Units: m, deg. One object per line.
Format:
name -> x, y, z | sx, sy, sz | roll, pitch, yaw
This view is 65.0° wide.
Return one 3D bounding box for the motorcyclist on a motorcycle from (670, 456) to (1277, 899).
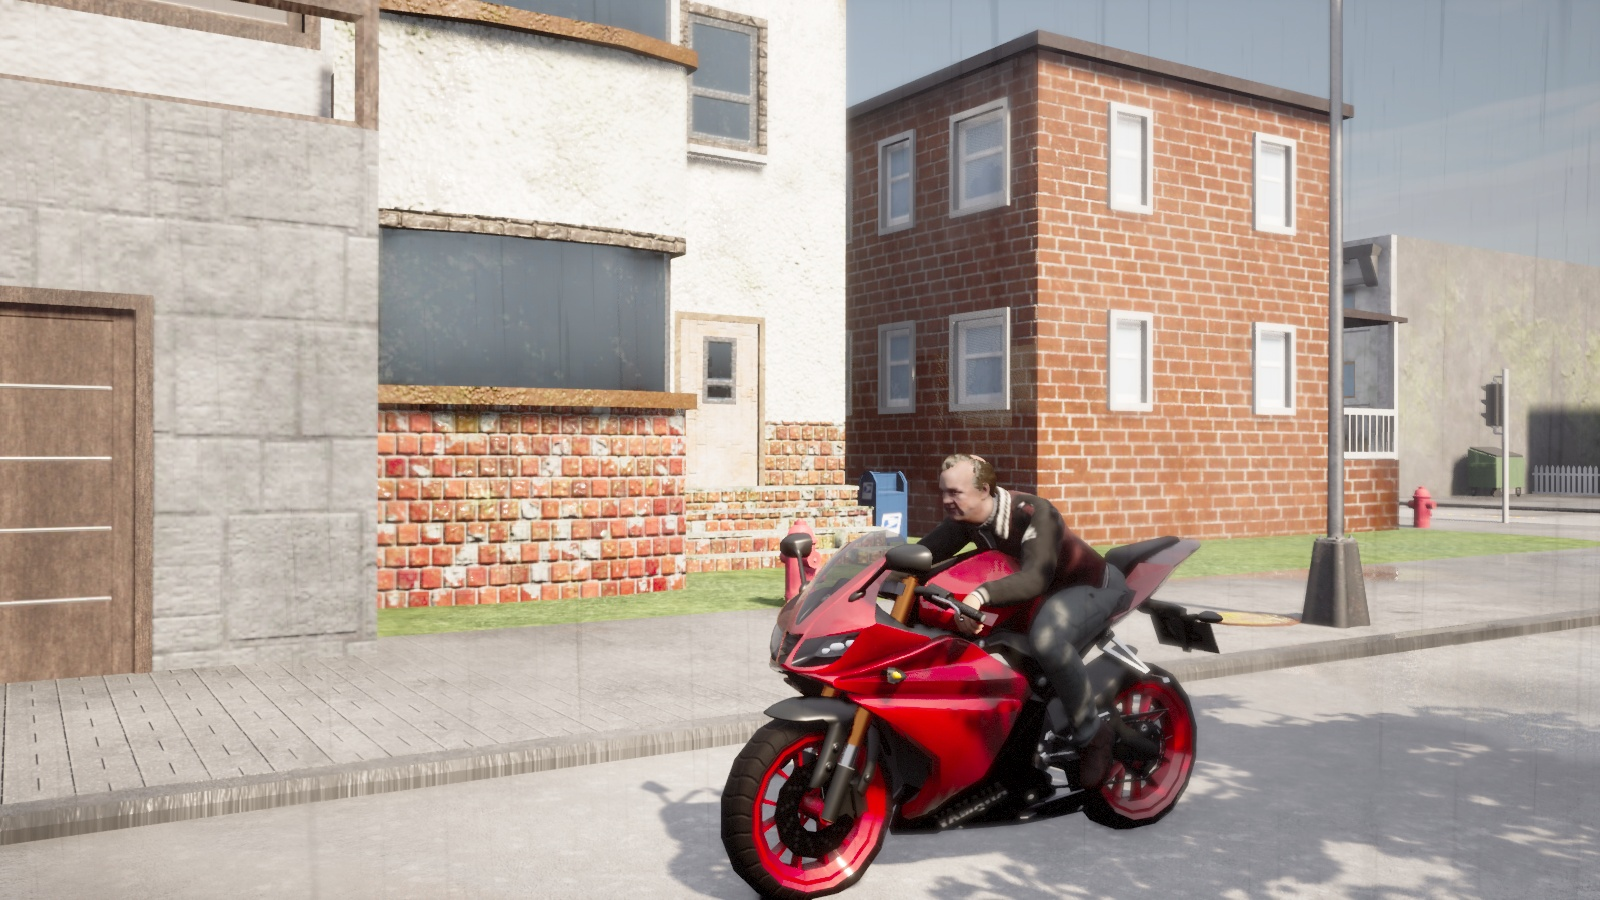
motorcyclist on a motorcycle -> 0.696, 0.790, 4.678 | 2.191, 1.530, 0.866 | 0, 0, -32
